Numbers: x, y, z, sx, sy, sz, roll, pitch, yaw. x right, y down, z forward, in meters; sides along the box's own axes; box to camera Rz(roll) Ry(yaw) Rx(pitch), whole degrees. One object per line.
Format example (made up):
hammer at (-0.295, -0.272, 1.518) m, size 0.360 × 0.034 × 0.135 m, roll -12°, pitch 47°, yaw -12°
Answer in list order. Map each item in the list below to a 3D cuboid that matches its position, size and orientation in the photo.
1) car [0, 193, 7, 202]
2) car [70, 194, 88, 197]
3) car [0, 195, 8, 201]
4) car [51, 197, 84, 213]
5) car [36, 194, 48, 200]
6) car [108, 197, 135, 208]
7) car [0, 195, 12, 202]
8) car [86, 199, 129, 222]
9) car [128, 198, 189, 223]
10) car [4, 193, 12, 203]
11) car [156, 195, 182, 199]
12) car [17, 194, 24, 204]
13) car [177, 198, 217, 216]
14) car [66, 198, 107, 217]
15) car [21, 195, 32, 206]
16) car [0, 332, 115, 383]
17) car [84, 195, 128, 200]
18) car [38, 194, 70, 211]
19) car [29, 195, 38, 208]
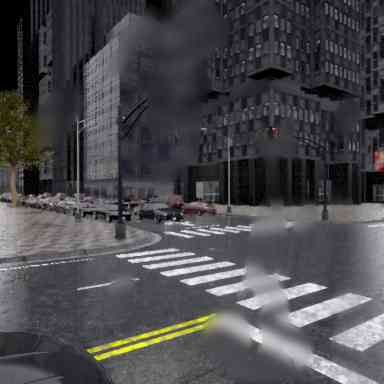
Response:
car at (-36.502, 1.137, 66.528) m, size 2.192 × 1.841 × 5.009 m, roll 0°, pitch 0°, yaw -37°
car at (-14.737, 1.376, 41.809) m, size 1.837 × 1.490 × 4.892 m, roll 0°, pitch 1°, yaw -37°
car at (-43.216, 1.387, 75.590) m, size 1.802 × 1.307 × 4.206 m, roll 0°, pitch 0°, yaw -37°
car at (-12.996, 1.489, 34.813) m, size 1.802 × 1.307 × 4.206 m, roll 0°, pitch 0°, yaw -37°
car at (-36.462, 1.285, 80.794) m, size 1.752 × 1.417 × 4.829 m, roll 0°, pitch 0°, yaw -37°
car at (-9.502, 1.411, 44.415) m, size 1.947 × 1.339 × 4.313 m, roll 0°, pitch 0°, yaw -37°
car at (-39.859, 1.379, 71.061) m, size 1.947 × 1.339 × 4.313 m, roll 0°, pitch 0°, yaw -37°
car at (-6.280, 1.511, 25.751) m, size 1.947 × 1.339 × 4.313 m, roll 0°, pitch 0°, yaw -37°
car at (-2.702, 1.485, 25.605) m, size 2.033 × 1.411 × 5.357 m, roll 0°, pitch 0°, yaw -34°
car at (-33.144, 1.377, 61.998) m, size 1.887 × 1.381 × 4.507 m, roll 0°, pitch 0°, yaw -37°
car at (-2.788, 1.194, 35.355) m, size 2.192 × 1.841 × 5.009 m, roll 0°, pitch 0°, yaw -37°
car at (-26.428, 1.418, 52.936) m, size 1.947 × 1.339 × 4.313 m, roll 0°, pitch 0°, yaw -37°
car at (0.570, 1.481, 30.825) m, size 1.802 × 1.307 × 4.206 m, roll 0°, pitch 0°, yaw -37°
car at (-9.639, 1.491, 30.282) m, size 1.947 × 1.339 × 4.313 m, roll 0°, pitch 0°, yaw -37°
car at (-22.968, 1.389, 48.268) m, size 1.752 × 1.417 × 4.829 m, roll 0°, pitch 0°, yaw -37°
car at (-2.709, 1.505, 1.488) m, size 4.892 × 1.490 × 1.837 m, roll 0°, pitch 0°, yaw -37°
car at (-8.859, 1.394, 33.859) m, size 2.128 × 1.511 × 4.902 m, roll 0°, pitch 0°, yaw -37°
car at (-16.354, 1.331, 39.343) m, size 1.967 × 1.590 × 4.097 m, roll 0°, pitch 0°, yaw -37°
car at (-19.712, 1.459, 43.875) m, size 1.802 × 1.307 × 4.206 m, roll 0°, pitch 0°, yaw -37°
